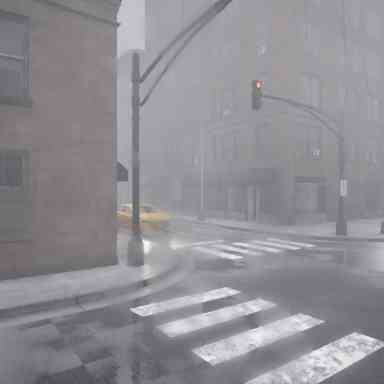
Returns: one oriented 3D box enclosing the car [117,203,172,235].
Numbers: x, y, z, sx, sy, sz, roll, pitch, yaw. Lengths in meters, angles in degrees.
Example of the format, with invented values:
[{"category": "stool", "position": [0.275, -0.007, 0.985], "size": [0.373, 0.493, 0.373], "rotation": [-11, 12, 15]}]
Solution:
[{"category": "car", "position": [-2.939, 1.382, 18.388], "size": [1.882, 1.535, 5.008], "rotation": [0, 0, -34]}]
